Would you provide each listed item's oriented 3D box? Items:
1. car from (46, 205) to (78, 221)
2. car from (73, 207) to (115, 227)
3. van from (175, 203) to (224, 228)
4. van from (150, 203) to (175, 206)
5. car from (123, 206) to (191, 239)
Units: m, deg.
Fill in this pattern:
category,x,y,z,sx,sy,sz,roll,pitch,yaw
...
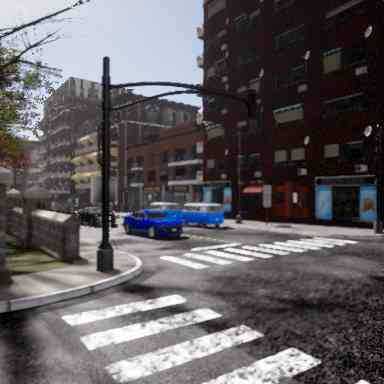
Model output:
category,x,y,z,sx,sy,sz,roll,pitch,yaw
car,-14.311,2.234,36.466,2.033,1.411,5.357,0,-1,-36
car,-8.041,2.005,27.842,2.128,1.511,4.902,0,-1,-36
van,0.722,1.774,25.620,1.690,1.788,3.998,-1,0,-36
van,-2.538,1.863,30.097,1.690,1.788,3.998,-1,0,-36
car,-2.427,1.837,20.133,1.882,1.535,5.008,0,-1,-36
